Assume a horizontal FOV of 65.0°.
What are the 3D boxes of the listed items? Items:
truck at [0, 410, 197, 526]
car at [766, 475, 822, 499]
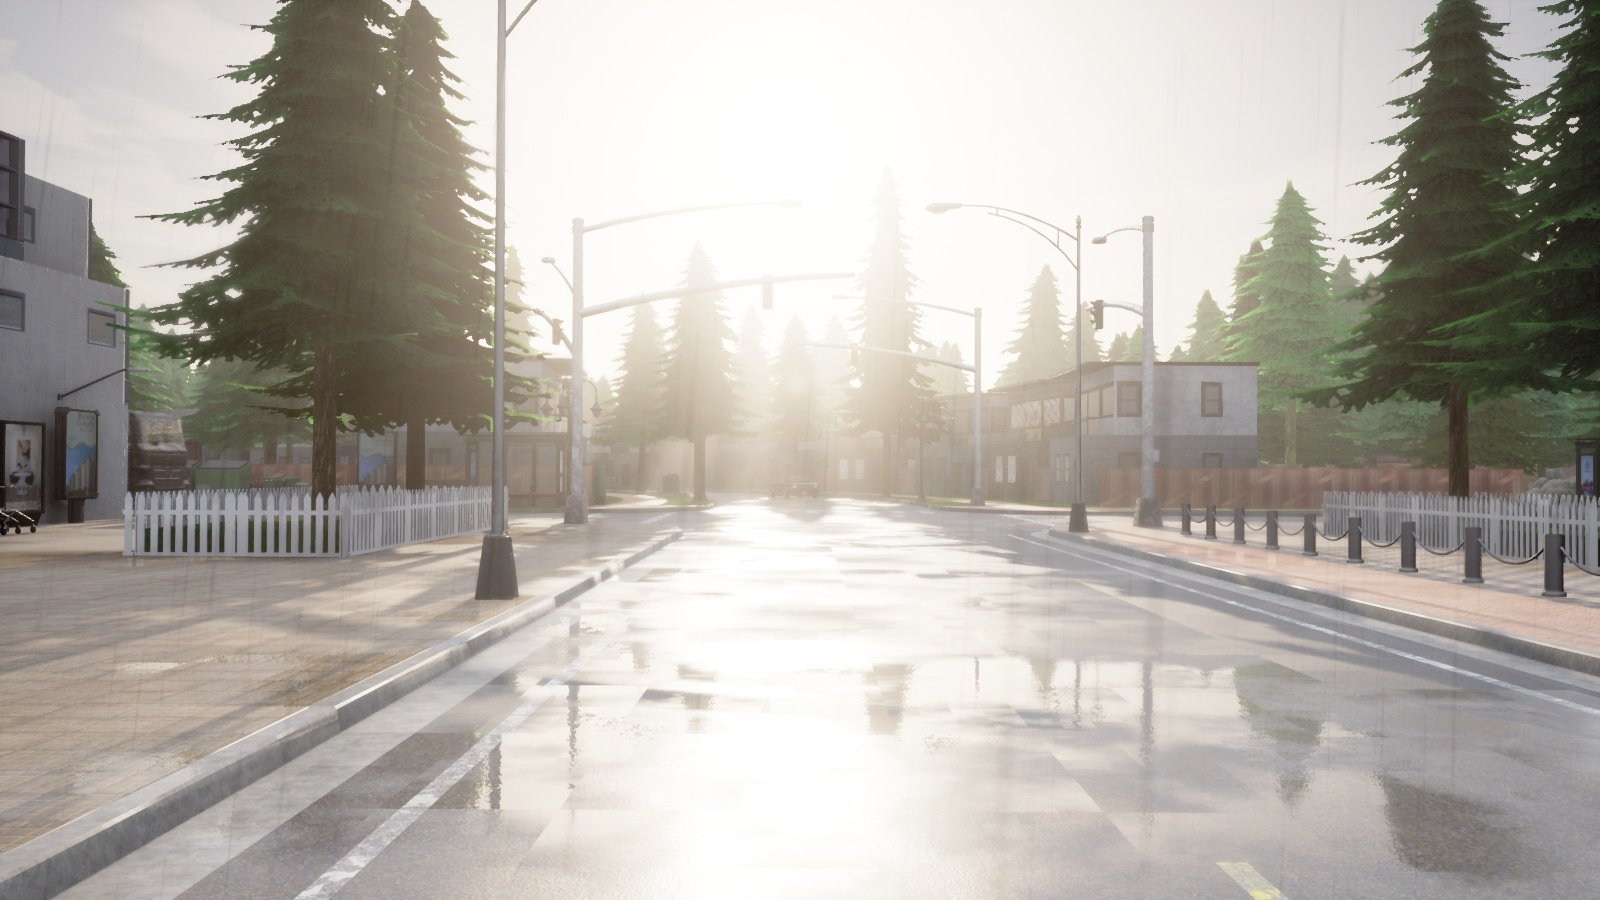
[{"bbox_3d":[-23.502,0.569,39.255,7.936,3.462,2.891,0,-1,2],"label":"truck"},{"bbox_3d":[-0.376,2.065,70.593,1.895,1.301,4.718,0,-1,-17],"label":"car"}]
